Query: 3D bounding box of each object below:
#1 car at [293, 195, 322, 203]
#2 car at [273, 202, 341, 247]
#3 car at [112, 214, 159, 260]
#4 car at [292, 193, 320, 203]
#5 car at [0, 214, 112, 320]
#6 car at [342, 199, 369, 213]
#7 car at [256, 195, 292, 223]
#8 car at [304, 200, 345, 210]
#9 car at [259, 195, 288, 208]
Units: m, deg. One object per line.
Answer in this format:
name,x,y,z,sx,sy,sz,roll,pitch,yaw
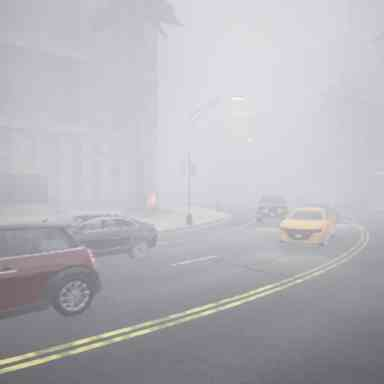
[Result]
car,14.063,1.478,38.891,1.882,1.535,5.008,0,0,-5
car,5.536,1.478,15.552,1.882,1.535,5.008,0,0,30
car,-3.355,1.492,10.738,4.902,1.511,2.128,0,0,-42
car,16.112,1.221,47.262,2.150,2.045,5.566,0,0,-15
car,-4.012,1.352,5.779,4.553,1.767,2.097,0,0,-39
car,17.708,1.491,37.171,2.128,1.511,4.902,0,0,-3
car,6.175,1.224,25.495,2.150,2.045,5.566,0,0,13
car,10.305,1.564,26.166,1.994,1.385,4.181,0,0,12
car,11.901,1.352,48.684,2.097,1.767,4.553,0,0,-17
